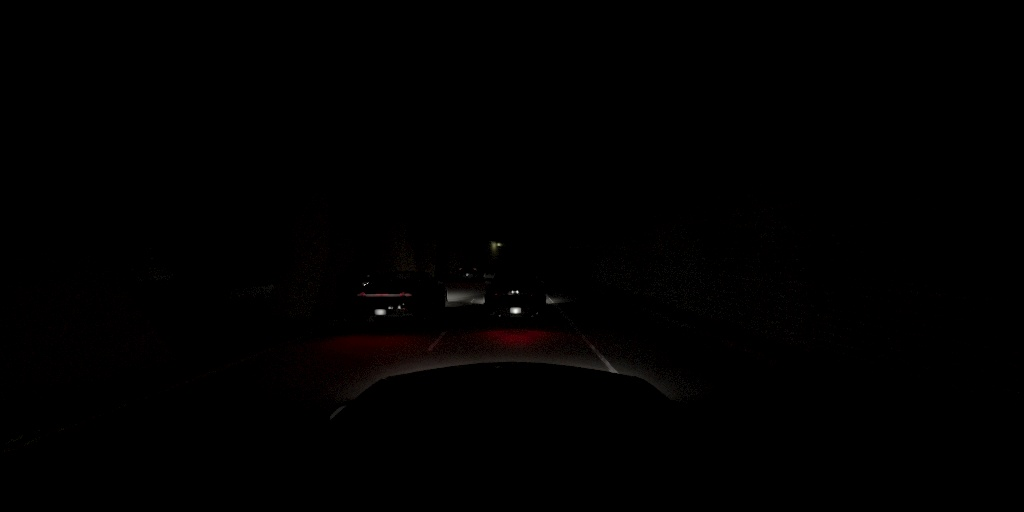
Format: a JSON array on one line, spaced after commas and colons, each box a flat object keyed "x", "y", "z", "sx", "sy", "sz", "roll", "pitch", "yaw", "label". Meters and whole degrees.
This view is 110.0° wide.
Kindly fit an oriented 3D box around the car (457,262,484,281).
[{"x": -3.397, "y": 1.214, "z": 29.732, "sx": 2.128, "sy": 1.511, "sz": 4.902, "roll": 0, "pitch": 0, "yaw": 0, "label": "car"}]

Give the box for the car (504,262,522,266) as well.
[{"x": 0.102, "y": 1.227, "z": 29.818, "sx": 1.837, "sy": 1.490, "sz": 4.892, "roll": 0, "pitch": 0, "yaw": 0, "label": "car"}]

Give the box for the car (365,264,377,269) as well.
[{"x": -10.595, "y": 1.287, "z": 28.464, "sx": 1.994, "sy": 1.385, "sz": 4.181, "roll": 0, "pitch": 0, "yaw": 0, "label": "car"}]

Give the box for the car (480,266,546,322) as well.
[{"x": 0.101, "y": 1.245, "z": 12.290, "sx": 1.837, "sy": 1.490, "sz": 4.892, "roll": 0, "pitch": 0, "yaw": 0, "label": "car"}]

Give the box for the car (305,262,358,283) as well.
[{"x": -14.095, "y": 1.249, "z": 28.352, "sx": 1.812, "sy": 1.442, "sz": 4.674, "roll": 0, "pitch": 0, "yaw": 0, "label": "car"}]

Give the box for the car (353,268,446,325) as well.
[{"x": -3.399, "y": 1.231, "z": 11.678, "sx": 2.128, "sy": 1.511, "sz": 4.902, "roll": 0, "pitch": 0, "yaw": 0, "label": "car"}]
